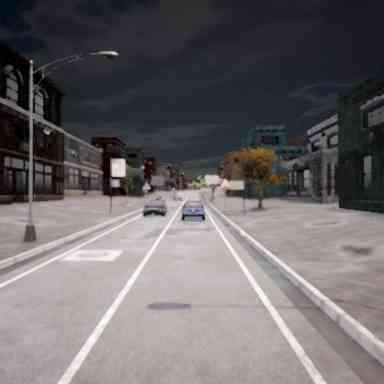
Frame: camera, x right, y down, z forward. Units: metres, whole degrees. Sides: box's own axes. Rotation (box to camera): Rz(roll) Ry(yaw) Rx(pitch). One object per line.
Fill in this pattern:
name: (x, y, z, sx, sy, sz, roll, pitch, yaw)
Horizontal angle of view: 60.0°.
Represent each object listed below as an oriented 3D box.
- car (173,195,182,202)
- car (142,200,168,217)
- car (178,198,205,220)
car: (-2.992, 1.261, 70.179, 1.812, 1.442, 4.674, 0, -1, 0)
car: (-3.088, 1.373, 28.954, 2.033, 1.411, 5.357, 0, 0, 0)
car: (0.109, 1.390, 26.604, 2.033, 1.411, 5.357, 0, 0, 0)
